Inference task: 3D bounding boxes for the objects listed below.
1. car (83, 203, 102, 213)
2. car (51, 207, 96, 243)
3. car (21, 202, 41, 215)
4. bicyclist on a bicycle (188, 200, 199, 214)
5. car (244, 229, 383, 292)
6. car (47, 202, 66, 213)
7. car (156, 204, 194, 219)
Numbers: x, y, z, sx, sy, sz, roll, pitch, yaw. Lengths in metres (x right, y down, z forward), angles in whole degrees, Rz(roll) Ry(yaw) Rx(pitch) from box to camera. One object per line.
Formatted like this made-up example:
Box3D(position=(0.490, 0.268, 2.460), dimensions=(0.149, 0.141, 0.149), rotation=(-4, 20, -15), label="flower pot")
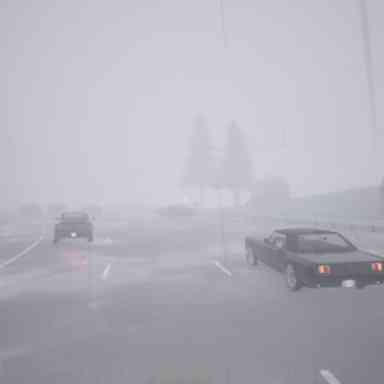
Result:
Box3D(position=(-14.085, 2.269, 46.398), dimensions=(1.994, 1.385, 4.181), rotation=(0, -1, -33), label="car")
Box3D(position=(-6.458, 1.802, 18.294), dimensions=(1.837, 1.490, 4.892), rotation=(1, -1, -18), label="car")
Box3D(position=(-22.482, 2.176, 46.399), dimensions=(2.097, 1.767, 4.553), rotation=(0, -1, -33), label="car")
Box3D(position=(0.319, 1.767, 40.056), dimensions=(1.656, 1.620, 0.582), rotation=(24, -13, -30), label="bicyclist on a bicycle")
Box3D(position=(2.970, 1.661, 9.198), dimensions=(1.895, 1.301, 4.718), rotation=(-1, -1, -9), label="car")
Box3D(position=(-19.980, 2.294, 48.974), dimensions=(1.882, 1.535, 5.008), rotation=(0, -1, -34), label="car")
Box3D(position=(-1.764, 1.942, 33.837), dimensions=(2.033, 1.411, 5.357), rotation=(0, -1, -31), label="car")
